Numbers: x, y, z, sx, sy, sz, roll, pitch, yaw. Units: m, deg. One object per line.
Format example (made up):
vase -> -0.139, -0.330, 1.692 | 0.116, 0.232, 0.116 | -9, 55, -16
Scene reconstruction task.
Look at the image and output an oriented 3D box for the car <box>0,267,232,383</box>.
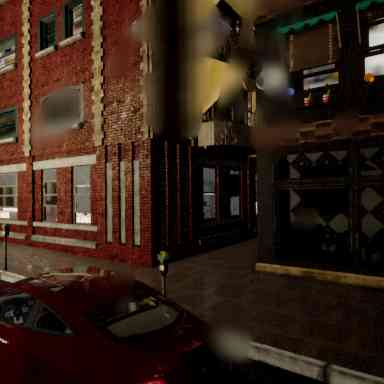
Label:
car -> -1.551, 1.583, 3.959 | 4.206, 1.307, 1.802 | 0, -1, 36
